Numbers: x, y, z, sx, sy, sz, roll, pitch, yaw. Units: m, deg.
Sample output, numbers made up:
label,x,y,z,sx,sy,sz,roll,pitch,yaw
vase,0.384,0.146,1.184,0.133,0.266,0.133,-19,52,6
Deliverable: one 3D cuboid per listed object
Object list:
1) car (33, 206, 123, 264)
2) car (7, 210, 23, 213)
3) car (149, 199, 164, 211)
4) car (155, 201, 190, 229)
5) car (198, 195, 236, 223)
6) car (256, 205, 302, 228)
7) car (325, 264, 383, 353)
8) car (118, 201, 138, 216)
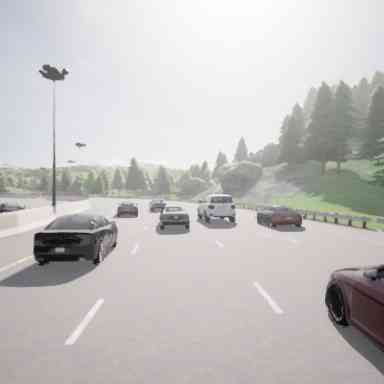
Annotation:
label,x,y,z,sx,sy,sz,roll,pitch,yaw
car,-3.882,1.486,11.879,1.882,1.535,5.008,0,0,-4
car,-16.637,1.635,29.909,1.895,1.301,4.718,0,0,-9
car,-4.206,1.557,40.842,2.033,1.411,5.357,0,0,-12
car,-1.215,1.551,21.894,2.033,1.411,5.357,0,0,-6
car,1.826,1.219,25.823,2.150,2.045,5.566,0,0,-7
car,5.738,1.554,22.345,1.994,1.385,4.181,0,0,-6
car,3.446,1.557,4.419,1.994,1.385,4.181,0,0,-1
car,-6.281,1.578,32.638,1.994,1.385,4.181,0,0,-9
